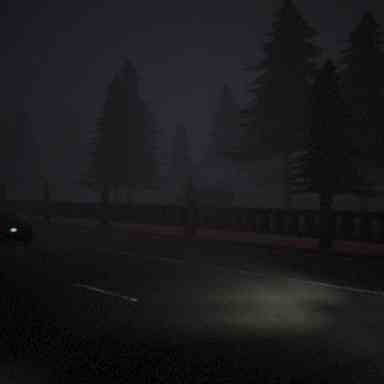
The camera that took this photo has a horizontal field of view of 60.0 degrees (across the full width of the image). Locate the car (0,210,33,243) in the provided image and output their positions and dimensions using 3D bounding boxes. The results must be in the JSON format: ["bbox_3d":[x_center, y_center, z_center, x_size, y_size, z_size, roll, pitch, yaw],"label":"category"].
[{"bbox_3d":[-8.839,1.501,14.602,4.181,1.385,1.994,0,0,36],"label":"car"}]
